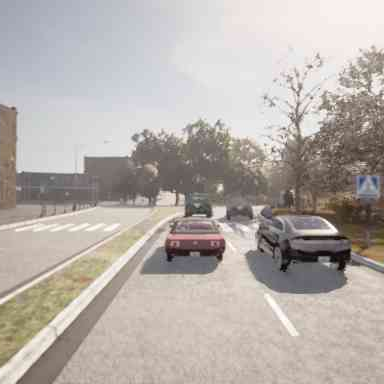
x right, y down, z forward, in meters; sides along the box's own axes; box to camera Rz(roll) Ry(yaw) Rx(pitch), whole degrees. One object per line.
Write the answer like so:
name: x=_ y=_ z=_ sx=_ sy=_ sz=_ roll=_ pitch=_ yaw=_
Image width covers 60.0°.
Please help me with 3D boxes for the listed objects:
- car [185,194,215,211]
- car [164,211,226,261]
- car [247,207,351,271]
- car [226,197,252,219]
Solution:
car: x=0.684 y=1.184 z=28.396 sx=2.150 sy=2.045 sz=5.566 roll=0 pitch=0 yaw=6
car: x=0.094 y=1.583 z=12.223 sx=1.895 sy=1.301 sz=4.718 roll=0 pitch=0 yaw=0
car: x=3.342 y=1.476 z=10.822 sx=2.128 sy=1.511 sz=4.902 roll=0 pitch=0 yaw=0
car: x=3.980 y=1.304 z=28.266 sx=2.097 sy=1.767 sz=4.553 roll=0 pitch=0 yaw=6
